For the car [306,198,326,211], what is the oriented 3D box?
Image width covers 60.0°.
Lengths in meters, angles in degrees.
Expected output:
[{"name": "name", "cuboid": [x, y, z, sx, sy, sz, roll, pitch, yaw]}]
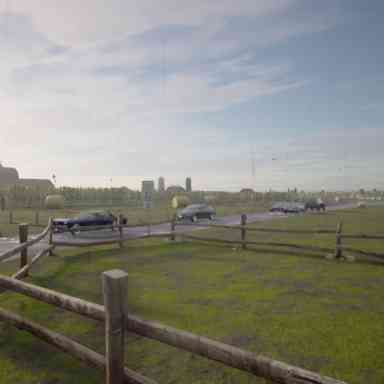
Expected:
[{"name": "car", "cuboid": [19.379, 1.948, 52.359, 2.150, 2.045, 5.566, -1, -1, 35]}]

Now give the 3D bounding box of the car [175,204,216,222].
[{"name": "car", "cuboid": [0.368, 1.883, 29.944, 1.837, 1.490, 4.892, -1, -1, 35]}]

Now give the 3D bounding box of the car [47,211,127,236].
[{"name": "car", "cuboid": [-6.293, 1.824, 20.343, 1.895, 1.301, 4.718, -1, -1, 35]}]

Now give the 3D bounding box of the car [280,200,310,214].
[{"name": "car", "cuboid": [13.716, 2.154, 44.115, 1.994, 1.385, 4.181, -1, -1, 36]}]

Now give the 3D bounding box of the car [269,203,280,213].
[{"name": "car", "cuboid": [12.901, 2.219, 47.870, 2.033, 1.411, 5.357, -1, -1, 35]}]
